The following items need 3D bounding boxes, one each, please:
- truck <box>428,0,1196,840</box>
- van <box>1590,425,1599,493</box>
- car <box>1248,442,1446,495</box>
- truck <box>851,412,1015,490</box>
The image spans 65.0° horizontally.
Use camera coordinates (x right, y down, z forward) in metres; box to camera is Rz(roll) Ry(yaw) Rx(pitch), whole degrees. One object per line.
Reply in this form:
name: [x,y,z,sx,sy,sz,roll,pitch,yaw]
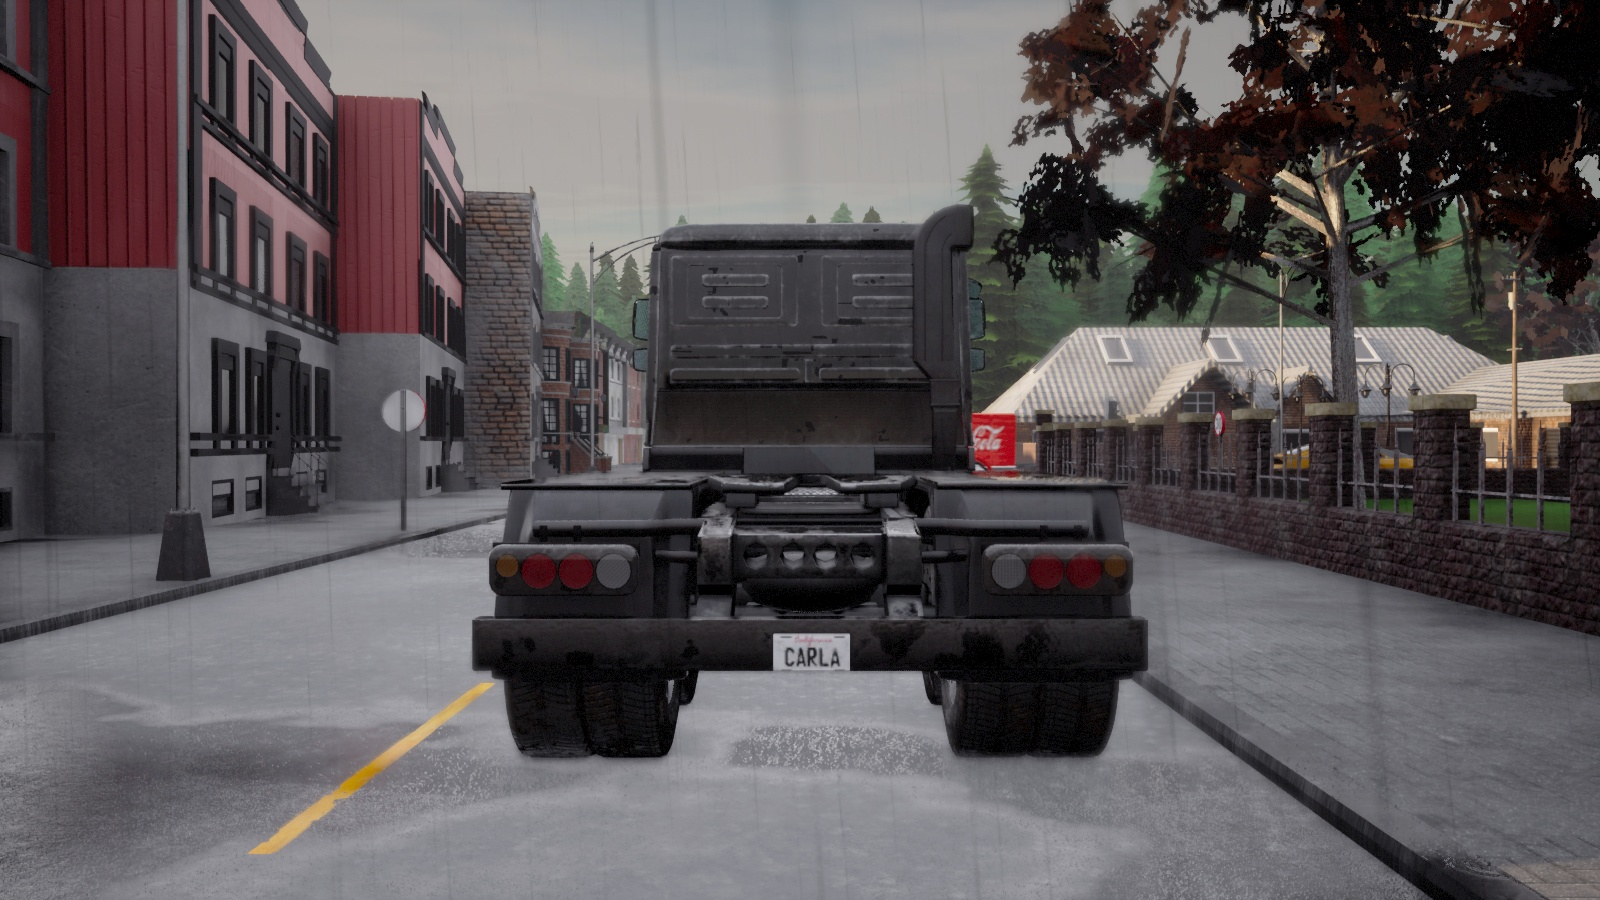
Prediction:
truck: [0.065,-0.284,8.702,2.891,3.462,7.936,0,0,0]
van: [26.112,0.282,36.942,4.480,2.038,2.069,0,0,-1]
car: [16.047,0.528,36.972,5.008,1.535,1.882,0,0,-1]
truck: [4.311,0.030,41.305,5.204,2.467,2.627,0,0,4]
